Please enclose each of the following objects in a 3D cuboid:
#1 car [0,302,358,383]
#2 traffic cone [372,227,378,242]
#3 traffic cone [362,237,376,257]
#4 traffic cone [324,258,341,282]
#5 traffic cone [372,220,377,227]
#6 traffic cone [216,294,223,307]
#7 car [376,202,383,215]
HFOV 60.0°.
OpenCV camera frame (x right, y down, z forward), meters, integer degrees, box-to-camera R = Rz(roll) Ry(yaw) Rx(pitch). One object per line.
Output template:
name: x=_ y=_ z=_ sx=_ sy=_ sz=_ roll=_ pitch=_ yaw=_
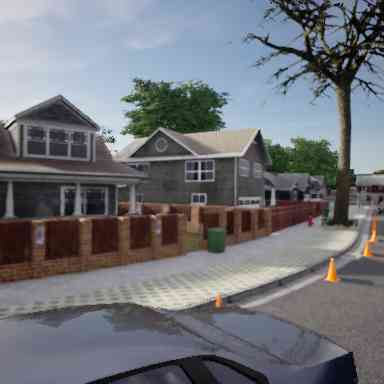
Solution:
car: x=-1.045 y=1.554 z=1.869 sx=5.357 sy=1.411 sz=2.033 roll=1 pitch=-1 yaw=-37
traffic cone: x=9.143 y=2.184 z=16.681 sx=0.340 sy=0.580 sz=0.340 roll=0 pitch=-1 yaw=29
traffic cone: x=6.667 y=2.126 z=12.630 sx=0.340 sy=0.580 sz=0.340 roll=0 pitch=-1 yaw=35
traffic cone: x=3.766 y=2.068 z=8.918 sx=0.340 sy=0.580 sz=0.340 roll=0 pitch=-1 yaw=41
traffic cone: x=11.561 y=2.245 z=21.057 sx=0.340 sy=0.580 sz=0.340 roll=0 pitch=-1 yaw=29
traffic cone: x=0.456 y=2.008 z=5.564 sx=0.340 sy=0.580 sz=0.340 roll=1 pitch=-1 yaw=-42
car: x=24.525 y=2.084 z=42.083 sx=1.837 sy=1.490 sz=4.892 roll=0 pitch=-1 yaw=26
